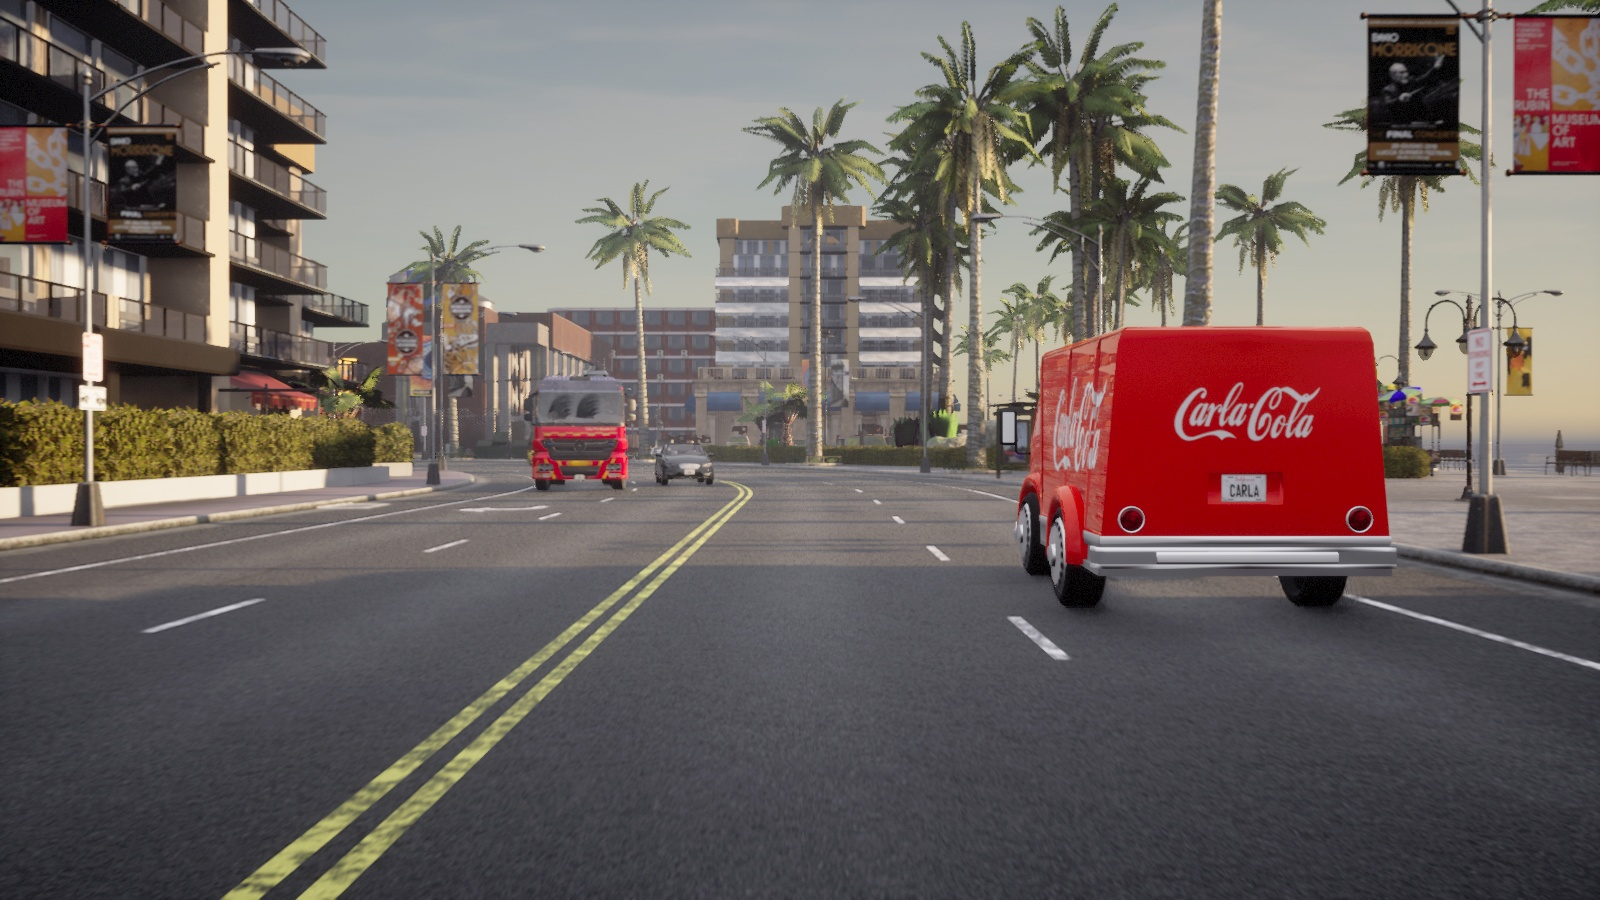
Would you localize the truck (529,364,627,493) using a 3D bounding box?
[{"bbox_3d":[-7.261,-0.660,41.834,2.891,3.827,8.468,0,0,-9],"label":"truck"}]

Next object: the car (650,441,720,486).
[{"bbox_3d":[-4.205,0.444,45.256,2.128,1.511,4.902,0,0,-10],"label":"car"}]

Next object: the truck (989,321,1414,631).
[{"bbox_3d":[3.587,0.192,12.610,2.627,2.467,5.204,0,0,0],"label":"truck"}]
